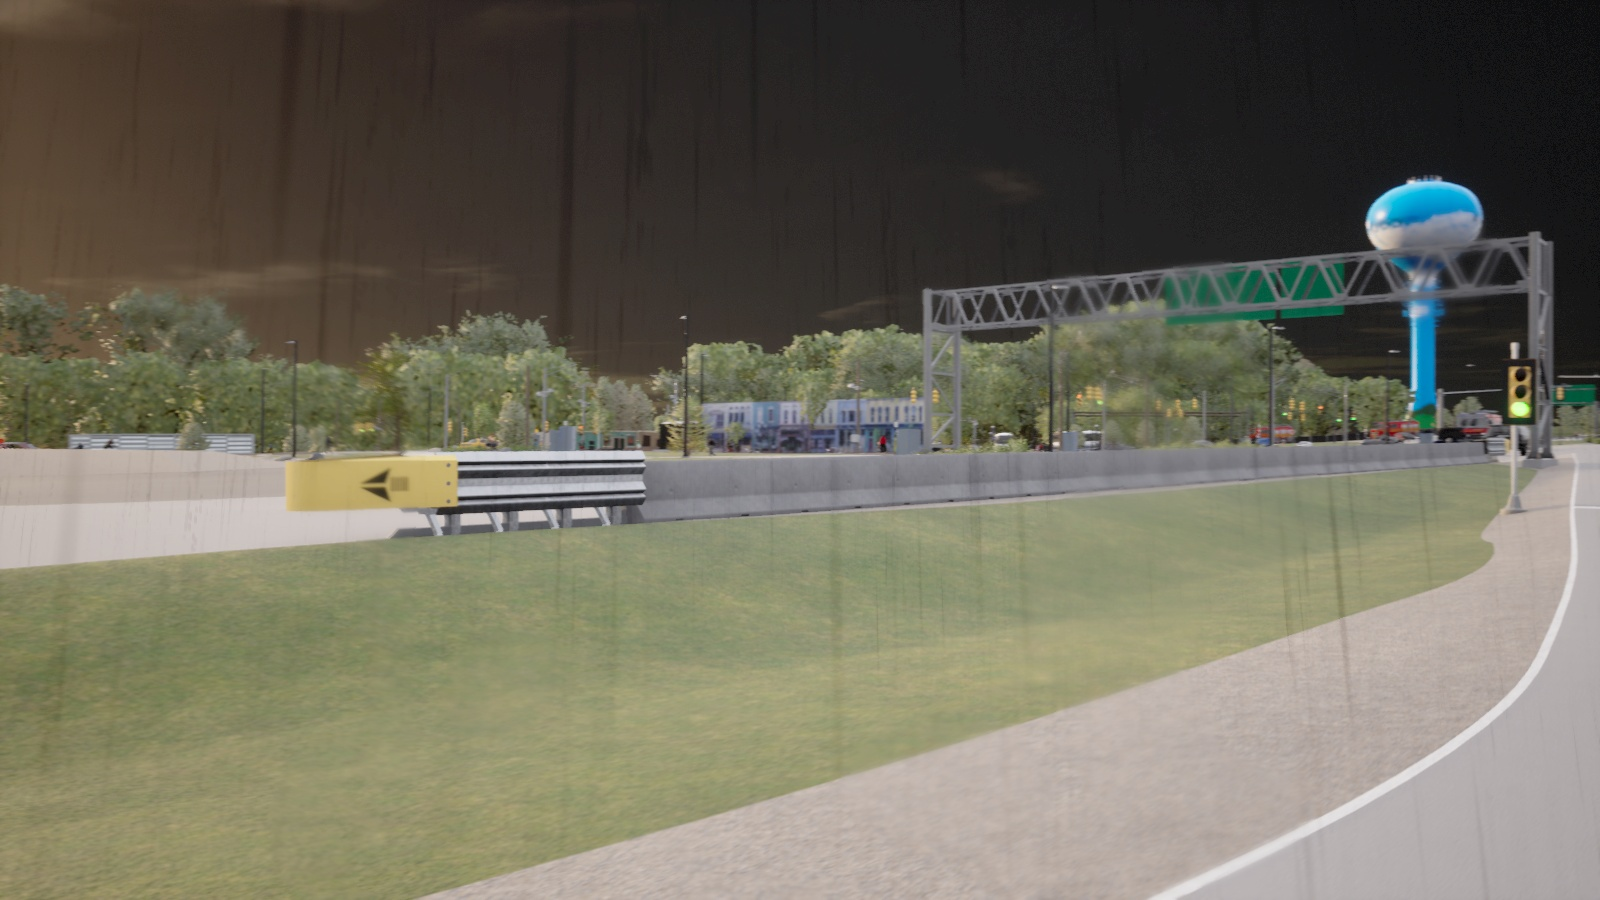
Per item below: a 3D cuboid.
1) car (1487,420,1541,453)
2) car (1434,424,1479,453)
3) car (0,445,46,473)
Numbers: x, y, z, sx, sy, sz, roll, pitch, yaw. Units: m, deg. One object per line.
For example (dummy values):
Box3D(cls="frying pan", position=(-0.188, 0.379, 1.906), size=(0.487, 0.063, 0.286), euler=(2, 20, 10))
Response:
Box3D(cls="car", position=(45.890, -0.852, 80.642), size=(2.150, 2.045, 5.566), euler=(0, 1, 39))
Box3D(cls="car", position=(43.620, -0.778, 83.397), size=(1.905, 1.878, 3.866), euler=(0, 1, 39))
Box3D(cls="car", position=(-46.292, 0.557, 73.153), size=(3.633, 1.501, 1.845), euler=(-2, 2, -16))
